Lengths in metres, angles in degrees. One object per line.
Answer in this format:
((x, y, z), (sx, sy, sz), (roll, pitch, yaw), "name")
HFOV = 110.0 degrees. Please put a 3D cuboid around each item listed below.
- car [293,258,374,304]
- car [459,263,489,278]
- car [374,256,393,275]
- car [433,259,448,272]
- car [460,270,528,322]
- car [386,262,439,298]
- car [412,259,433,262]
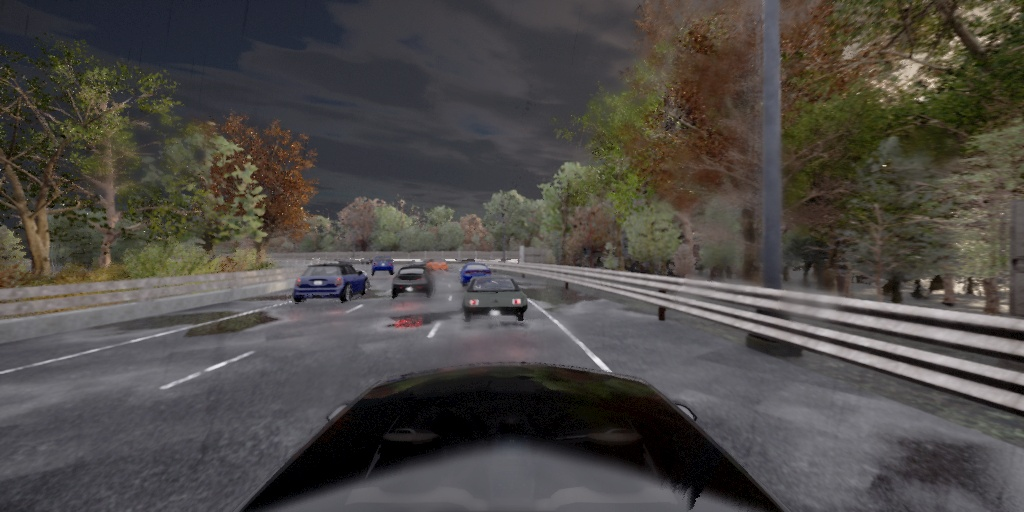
((-8.274, 1.126, 16.847), (2.097, 1.767, 4.553), (0, 0, -8), "car")
((-2.563, 1.228, 24.832), (1.882, 1.535, 5.008), (0, 0, -11), "car")
((-14.494, 1.009, 40.074), (2.150, 2.045, 5.566), (0, 0, -22), "car")
((-9.851, 1.120, 46.765), (2.097, 1.767, 4.553), (0, 0, -24), "car")
((-0.700, 1.349, 12.449), (1.895, 1.301, 4.718), (0, 0, -6), "car")
((-4.996, 1.266, 18.669), (1.837, 1.490, 4.892), (0, 0, -9), "car")
((-9.857, 1.263, 37.611), (2.128, 1.511, 4.902), (0, 0, -19), "car")
